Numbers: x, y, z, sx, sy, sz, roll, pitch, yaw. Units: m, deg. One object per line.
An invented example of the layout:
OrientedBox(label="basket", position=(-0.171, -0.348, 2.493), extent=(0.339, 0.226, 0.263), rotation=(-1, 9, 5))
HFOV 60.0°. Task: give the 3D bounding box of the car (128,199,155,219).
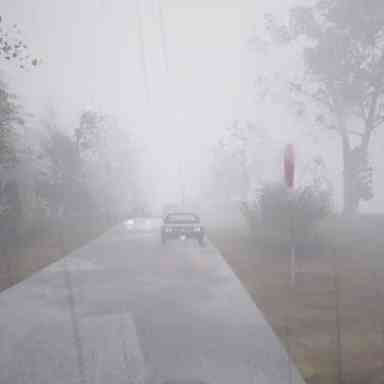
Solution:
OrientedBox(label="car", position=(-4.782, 1.523, 30.960), extent=(2.097, 1.767, 4.553), rotation=(0, -1, -6))

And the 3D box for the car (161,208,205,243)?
OrientedBox(label="car", position=(-0.527, 1.652, 16.322), extent=(1.895, 1.301, 4.718), rotation=(0, 0, -4))

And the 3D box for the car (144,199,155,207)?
OrientedBox(label="car", position=(-9.206, 2.380, 72.434), extent=(2.097, 1.767, 4.553), rotation=(0, -2, -6))

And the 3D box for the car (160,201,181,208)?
OrientedBox(label="car", position=(-2.172, 1.727, 34.287), extent=(1.837, 1.490, 4.892), rotation=(0, -1, -6))
